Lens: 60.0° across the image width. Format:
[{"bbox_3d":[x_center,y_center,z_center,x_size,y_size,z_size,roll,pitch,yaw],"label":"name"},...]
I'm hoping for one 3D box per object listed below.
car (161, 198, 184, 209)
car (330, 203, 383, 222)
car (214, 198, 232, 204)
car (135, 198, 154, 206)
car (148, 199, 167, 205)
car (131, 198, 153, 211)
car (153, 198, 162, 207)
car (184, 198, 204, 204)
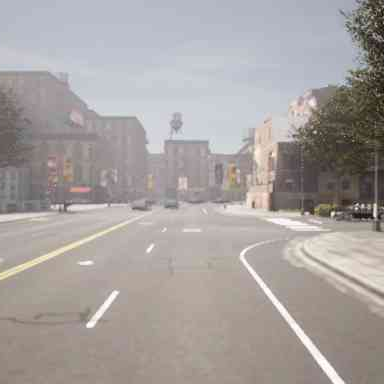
[{"bbox_3d":[-3.082,1.962,53.792,2.033,1.411,5.357,0,0,5],"label":"car"},{"bbox_3d":[14.166,1.705,27.796,4.902,1.511,2.128,0,0,0],"label":"car"},{"bbox_3d":[7.495,2.155,79.960,2.033,1.411,5.357,0,-1,43],"label":"car"},{"bbox_3d":[-9.867,2.059,69.881,2.002,1.452,4.674,0,0,20],"label":"car"},{"bbox_3d":[-7.700,2.174,75.185,1.895,1.301,4.718,0,-1,30],"label":"car"},{"bbox_3d":[-7.078,1.903,46.195,2.033,1.411,5.357,0,0,0],"label":"car"},{"bbox_3d":[-5.316,1.833,62.441,2.097,1.767,4.553,0,0,15],"label":"car"},{"bbox_3d":[0.880,2.126,76.822,2.033,1.411,5.357,0,-1,30],"label":"car"}]
